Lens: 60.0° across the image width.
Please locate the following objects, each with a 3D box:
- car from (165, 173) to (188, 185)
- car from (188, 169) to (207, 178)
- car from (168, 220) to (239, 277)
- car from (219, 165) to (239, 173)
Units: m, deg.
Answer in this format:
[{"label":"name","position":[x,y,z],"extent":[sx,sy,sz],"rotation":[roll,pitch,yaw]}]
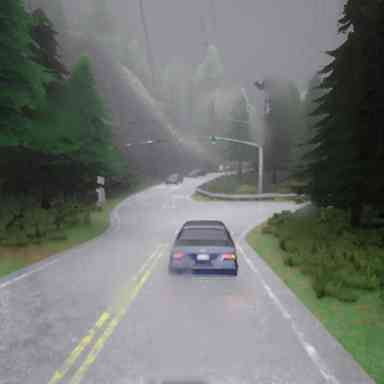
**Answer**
[{"label":"car","position":[-2.654,-2.011,51.802],"extent":[1.837,1.490,4.892],"rotation":[1,9,16]},{"label":"car","position":[0.913,-3.409,60.582],"extent":[2.128,1.511,4.902],"rotation":[3,9,33]},{"label":"car","position":[0.379,1.590,10.335],"extent":[2.033,1.411,5.357],"rotation":[0,0,3]},{"label":"car","position":[7.709,-4.774,68.378],"extent":[4.892,1.490,1.837],"rotation":[-9,9,-39]}]
